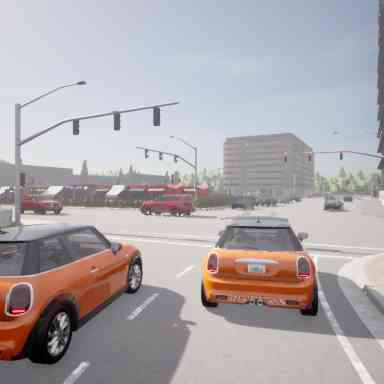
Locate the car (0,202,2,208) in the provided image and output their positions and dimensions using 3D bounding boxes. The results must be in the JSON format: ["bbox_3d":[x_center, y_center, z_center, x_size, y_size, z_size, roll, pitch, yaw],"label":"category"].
[{"bbox_3d":[-25.241,1.277,39.693,5.566,2.045,2.150,0,0,28],"label":"car"}]

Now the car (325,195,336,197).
[{"bbox_3d":[30.468,1.355,73.290,2.097,1.767,4.553,0,0,28],"label":"car"}]

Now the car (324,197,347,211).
[{"bbox_3d":[17.686,1.600,41.357,1.895,1.301,4.718,0,0,30],"label":"car"}]

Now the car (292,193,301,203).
[{"bbox_3d":[22.264,1.225,72.698,2.150,2.045,5.566,0,0,28],"label":"car"}]

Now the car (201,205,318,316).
[{"bbox_3d":[1.631,1.352,7.851,2.097,1.767,4.553,0,0,14],"label":"car"}]

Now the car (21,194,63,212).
[{"bbox_3d":[-16.095,1.277,34.834,5.566,2.045,2.150,0,0,28],"label":"car"}]

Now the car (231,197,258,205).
[{"bbox_3d":[6.648,1.601,42.977,1.895,1.301,4.718,0,0,28],"label":"car"}]

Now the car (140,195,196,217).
[{"bbox_3d":[-2.284,1.261,31.697,5.566,2.045,2.150,0,0,28],"label":"car"}]

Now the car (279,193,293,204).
[{"bbox_3d":[17.065,1.491,62.828,2.128,1.511,4.902,0,0,28],"label":"car"}]

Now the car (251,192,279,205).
[{"bbox_3d":[11.647,1.222,52.523,2.150,2.045,5.566,0,0,28],"label":"car"}]

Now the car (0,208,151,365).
[{"bbox_3d":[-2.486,1.352,6.145,2.097,1.767,4.553,0,0,10],"label":"car"}]

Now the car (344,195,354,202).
[{"bbox_3d":[34.135,1.500,72.753,1.837,1.490,4.892,0,0,28],"label":"car"}]
